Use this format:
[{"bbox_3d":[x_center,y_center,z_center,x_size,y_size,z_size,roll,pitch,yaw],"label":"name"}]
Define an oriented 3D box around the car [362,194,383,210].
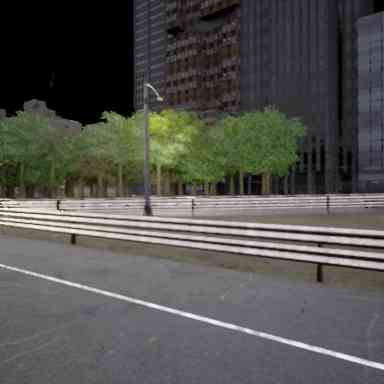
[{"bbox_3d":[17.979,0.893,30.961,4.181,1.385,1.994,-1,0,-6],"label":"car"}]
